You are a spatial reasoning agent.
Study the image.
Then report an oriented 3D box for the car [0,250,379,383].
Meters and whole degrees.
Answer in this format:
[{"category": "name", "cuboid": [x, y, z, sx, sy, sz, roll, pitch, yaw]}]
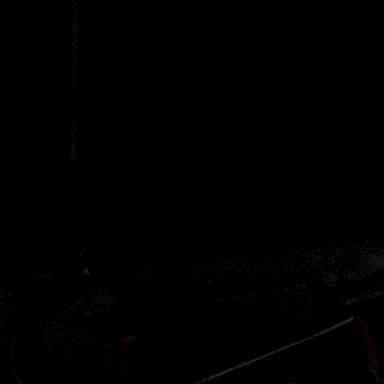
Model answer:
[{"category": "car", "cuboid": [-0.311, 1.391, 2.711, 4.097, 1.590, 1.967, 1, 0, -34]}]
